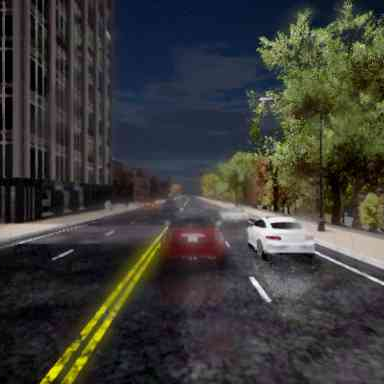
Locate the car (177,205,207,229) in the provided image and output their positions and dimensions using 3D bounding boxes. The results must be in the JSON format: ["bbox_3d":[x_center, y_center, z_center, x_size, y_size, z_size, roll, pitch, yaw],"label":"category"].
[{"bbox_3d":[0.025,1.805,25.127,2.033,1.411,5.357,0,-1,0],"label":"car"}]

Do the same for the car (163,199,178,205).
[{"bbox_3d":[-3.297,1.874,51.142,2.097,1.767,4.553,0,-1,0],"label":"car"}]

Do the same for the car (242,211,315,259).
[{"bbox_3d":[3.302,1.659,13.006,1.812,1.442,4.674,0,0,1],"label":"car"}]

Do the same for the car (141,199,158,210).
[{"bbox_3d":[-6.546,1.874,51.148,2.097,1.767,4.553,0,-1,0],"label":"car"}]

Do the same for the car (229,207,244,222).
[{"bbox_3d":[3.288,1.874,26.688,1.895,1.301,4.718,0,-1,0],"label":"car"}]

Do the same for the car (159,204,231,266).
[{"bbox_3d":[0.044,1.477,12.183,2.097,1.767,4.553,0,-1,0],"label":"car"}]
